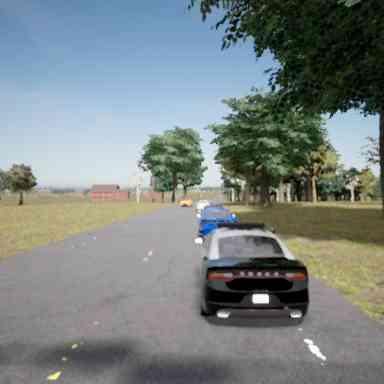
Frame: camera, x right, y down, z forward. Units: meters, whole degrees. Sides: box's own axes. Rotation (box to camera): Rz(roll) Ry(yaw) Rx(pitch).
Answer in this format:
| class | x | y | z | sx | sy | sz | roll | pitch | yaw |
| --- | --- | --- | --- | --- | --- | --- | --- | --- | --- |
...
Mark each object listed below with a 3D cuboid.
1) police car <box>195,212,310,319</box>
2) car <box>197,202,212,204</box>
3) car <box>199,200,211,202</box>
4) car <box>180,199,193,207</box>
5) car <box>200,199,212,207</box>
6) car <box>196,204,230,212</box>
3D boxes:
| class | x | y | z | sx | sy | sz | roll | pitch | yaw |
| --- | --- | --- | --- | --- | --- | --- | --- | --- | --- |
| police car | 1.108 | 1.489 | 7.788 | 1.930 | 1.638 | 5.238 | 0 | 0 | 1 |
| car | 1.480 | 1.687 | 23.613 | 1.837 | 1.490 | 4.892 | 0 | 0 | 2 |
| car | 1.565 | 1.865 | 45.376 | 1.812 | 1.442 | 4.674 | 0 | 0 | 4 |
| car | -0.983 | 1.910 | 58.987 | 1.882 | 1.535 | 5.008 | 0 | 0 | 5 |
| car | 2.605 | 2.046 | 60.419 | 1.895 | 1.301 | 4.718 | 0 | 0 | 5 |
| car | 1.299 | 1.615 | 17.639 | 1.882 | 1.535 | 5.008 | 0 | 0 | 1 |
